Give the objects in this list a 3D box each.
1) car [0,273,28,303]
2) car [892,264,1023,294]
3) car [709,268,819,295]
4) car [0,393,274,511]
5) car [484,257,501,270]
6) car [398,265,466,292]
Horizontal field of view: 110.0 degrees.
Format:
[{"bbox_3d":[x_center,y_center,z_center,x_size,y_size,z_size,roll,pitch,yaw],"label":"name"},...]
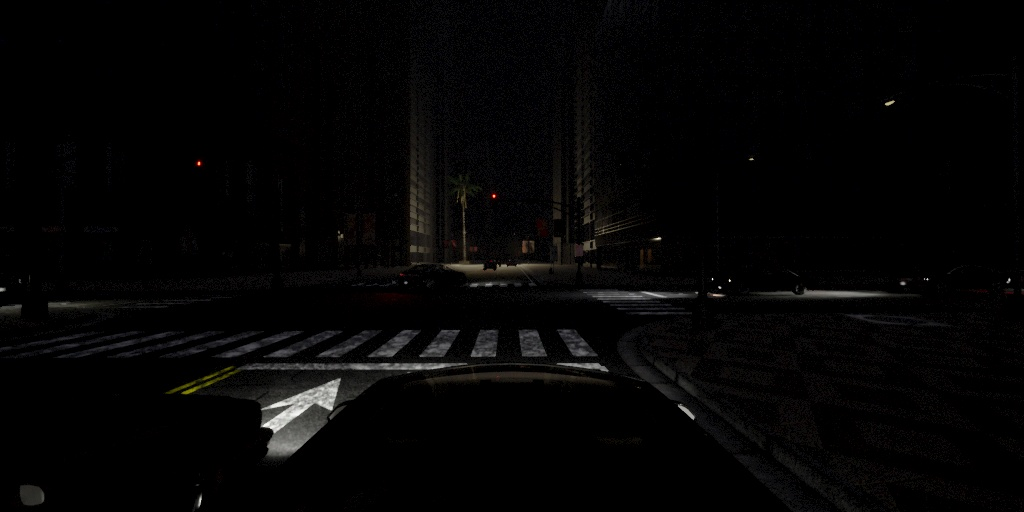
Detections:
[{"bbox_3d":[-24.021,1.061,14.937,5.566,2.045,2.150,0,0,0],"label":"car"},{"bbox_3d":[23.000,1.171,18.886,4.902,1.511,2.128,0,0,-1],"label":"car"},{"bbox_3d":[12.994,1.314,18.719,4.718,1.301,1.895,0,0,-2],"label":"car"},{"bbox_3d":[-3.175,1.297,0.693,2.033,1.411,5.357,0,0,4],"label":"car"},{"bbox_3d":[-3.258,1.375,54.818,2.128,1.511,4.902,0,0,0],"label":"car"},{"bbox_3d":[-4.743,1.273,21.962,2.128,1.511,4.902,1,0,28],"label":"car"}]
